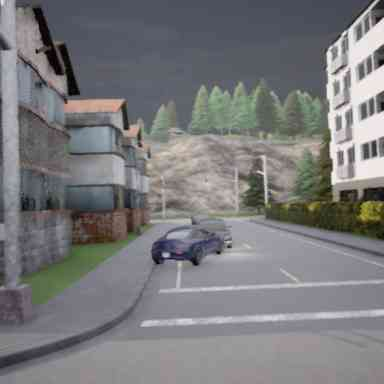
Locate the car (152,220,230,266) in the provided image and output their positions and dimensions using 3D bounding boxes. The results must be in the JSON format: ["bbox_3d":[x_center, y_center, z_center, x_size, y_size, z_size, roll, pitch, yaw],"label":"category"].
[{"bbox_3d":[-0.055,2.174,14.260,1.812,1.442,4.674,-3,-3,23],"label":"car"}]

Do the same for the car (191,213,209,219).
[{"bbox_3d":[0.923,2.658,30.242,1.882,1.535,5.008,-2,-2,-1],"label":"car"}]

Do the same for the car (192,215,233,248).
[{"bbox_3d":[1.122,2.265,18.674,1.837,1.490,4.892,-2,-2,-1],"label":"car"}]
